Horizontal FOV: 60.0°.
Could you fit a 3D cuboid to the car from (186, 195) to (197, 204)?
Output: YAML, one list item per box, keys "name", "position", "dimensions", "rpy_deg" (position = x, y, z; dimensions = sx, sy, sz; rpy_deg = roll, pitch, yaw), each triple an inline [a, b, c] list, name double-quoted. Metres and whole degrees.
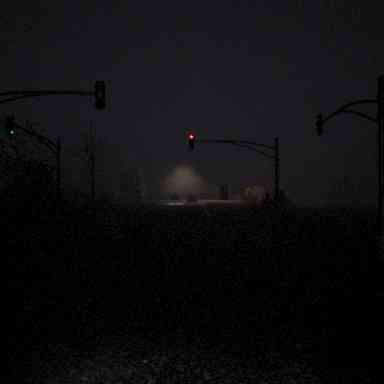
- name: "car"
  position: [-0.060, 1.424, 68.049]
  dimensions: [2.097, 1.767, 4.553]
  rpy_deg: [0, 0, 0]

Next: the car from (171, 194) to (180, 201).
- name: "car"
  position: [-3.564, 1.195, 72.251]
  dimensions: [1.837, 1.490, 4.892]
  rpy_deg: [0, 0, 0]

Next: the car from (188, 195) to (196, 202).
- name: "car"
  position: [-0.069, 1.425, 78.085]
  dimensions: [1.837, 1.490, 4.892]
  rpy_deg: [0, 0, 0]
